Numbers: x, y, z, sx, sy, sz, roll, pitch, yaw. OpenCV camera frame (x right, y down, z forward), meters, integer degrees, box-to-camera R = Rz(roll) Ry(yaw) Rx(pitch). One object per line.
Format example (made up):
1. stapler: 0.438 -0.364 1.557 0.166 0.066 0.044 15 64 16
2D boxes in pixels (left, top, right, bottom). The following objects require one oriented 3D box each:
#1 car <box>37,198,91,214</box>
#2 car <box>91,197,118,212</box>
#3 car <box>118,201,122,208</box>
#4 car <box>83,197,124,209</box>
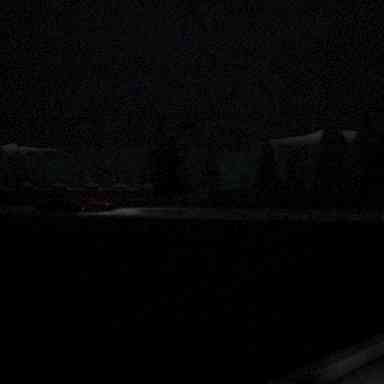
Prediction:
1. car: -13.596 1.420 34.565 4.902 1.511 2.128 0 0 10
2. car: -11.434 1.411 37.747 5.008 1.535 1.882 0 0 10
3. car: -11.405 1.457 41.294 4.674 1.442 1.812 0 0 10
4. car: -11.878 1.421 44.923 4.902 1.511 2.128 0 0 10
